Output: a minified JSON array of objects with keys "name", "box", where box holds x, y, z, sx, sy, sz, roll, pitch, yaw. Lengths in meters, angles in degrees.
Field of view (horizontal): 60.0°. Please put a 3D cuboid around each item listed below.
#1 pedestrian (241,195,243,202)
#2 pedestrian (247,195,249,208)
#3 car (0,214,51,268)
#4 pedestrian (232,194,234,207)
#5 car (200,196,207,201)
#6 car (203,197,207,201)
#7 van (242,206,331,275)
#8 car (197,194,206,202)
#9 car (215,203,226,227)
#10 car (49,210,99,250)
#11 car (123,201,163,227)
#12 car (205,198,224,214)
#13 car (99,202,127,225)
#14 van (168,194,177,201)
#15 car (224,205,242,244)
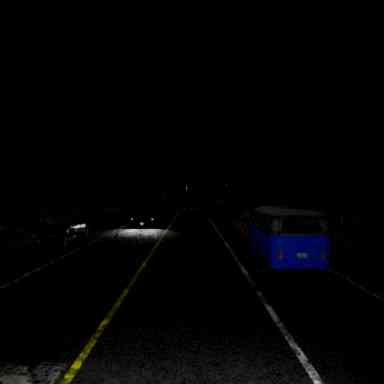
[{"name":"pedestrian","box":[7.127,1.269,47.872,0.375,1.860,0.375,0,0,0]},{"name":"pedestrian","box":[8.127,1.342,48.471,0.375,1.860,0.375,0,0,0]},{"name":"car","box":[-5.763,1.540,8.934,1.752,1.417,4.829,0,0,0]},{"name":"pedestrian","box":[6.127,1.237,49.071,0.375,1.860,0.375,0,0,0]},{"name":"car","box":[2.990,1.714,88.462,1.752,1.417,4.829,0,0,1]},{"name":"car","box":[2.757,1.628,40.597,2.008,1.369,4.403,0,0,0]},{"name":"van","box":[2.762,1.359,10.207,1.690,1.788,3.998,0,0,0]},{"name":"car","box":[2.939,1.725,82.779,2.008,1.369,4.403,0,0,1]},{"name":"car","box":[2.760,1.603,21.033,1.947,1.339,4.313,0,0,0]},{"name":"car","box":[-5.764,1.576,14.393,2.008,1.369,4.403,0,0,0]},{"name":"car","box":[-3.104,1.589,23.219,2.033,1.411,5.357,0,0,0]},{"name":"car","box":[2.758,1.617,35.604,2.008,1.369,4.403,0,0,0]},{"name":"car","box":[-5.766,1.594,24.265,2.008,1.369,4.403,0,0,0]},{"name":"van","box":[-5.536,1.529,88.367,1.690,1.788,3.998,0,0,1]},{"name":"car","box":[2.761,1.553,15.789,1.752,1.417,4.829,0,0,0]}]
